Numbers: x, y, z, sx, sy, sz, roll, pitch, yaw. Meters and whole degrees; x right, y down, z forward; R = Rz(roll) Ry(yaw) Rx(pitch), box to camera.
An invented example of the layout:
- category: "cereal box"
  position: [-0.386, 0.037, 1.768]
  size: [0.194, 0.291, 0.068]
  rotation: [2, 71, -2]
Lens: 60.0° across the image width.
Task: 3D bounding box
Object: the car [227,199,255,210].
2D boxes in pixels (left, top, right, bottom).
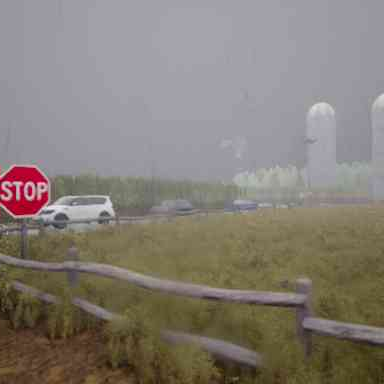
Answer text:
- category: "car"
  position: [6.150, 1.648, 41.311]
  size: [1.882, 1.535, 5.008]
  rotation: [-1, -1, 36]

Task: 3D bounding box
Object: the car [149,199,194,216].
- category: "car"
  position: [-1.814, 1.457, 30.325]
  size: [2.097, 1.767, 4.553]
  rotation: [-1, -1, 36]

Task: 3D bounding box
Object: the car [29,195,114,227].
- category: "car"
  position: [-7.745, 1.244, 22.088]
  size: [2.150, 2.045, 5.566]
  rotation: [-1, -1, 36]
